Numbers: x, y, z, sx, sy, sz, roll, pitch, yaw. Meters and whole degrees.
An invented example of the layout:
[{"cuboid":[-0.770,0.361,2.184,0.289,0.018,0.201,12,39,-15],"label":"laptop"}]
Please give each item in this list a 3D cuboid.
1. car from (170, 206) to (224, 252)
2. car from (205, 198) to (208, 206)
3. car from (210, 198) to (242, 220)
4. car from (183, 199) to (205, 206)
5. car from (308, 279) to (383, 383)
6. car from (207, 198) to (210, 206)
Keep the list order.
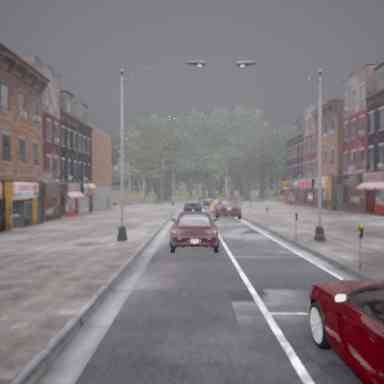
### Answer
[{"cuboid":[0.095,1.532,13.797,1.812,1.442,4.674,0,0,0],"label":"car"},{"cuboid":[2.624,1.615,52.055,1.887,1.381,4.507,-1,0,0],"label":"car"},{"cuboid":[2.987,1.376,28.847,2.097,1.767,4.553,0,0,0],"label":"car"},{"cuboid":[0.097,1.537,34.373,1.837,1.490,4.892,0,0,0],"label":"car"},{"cuboid":[2.626,1.545,3.397,1.887,1.381,4.507,-1,0,0],"label":"car"},{"cuboid":[3.014,1.513,35.878,1.882,1.535,5.008,0,0,0],"label":"car"}]
